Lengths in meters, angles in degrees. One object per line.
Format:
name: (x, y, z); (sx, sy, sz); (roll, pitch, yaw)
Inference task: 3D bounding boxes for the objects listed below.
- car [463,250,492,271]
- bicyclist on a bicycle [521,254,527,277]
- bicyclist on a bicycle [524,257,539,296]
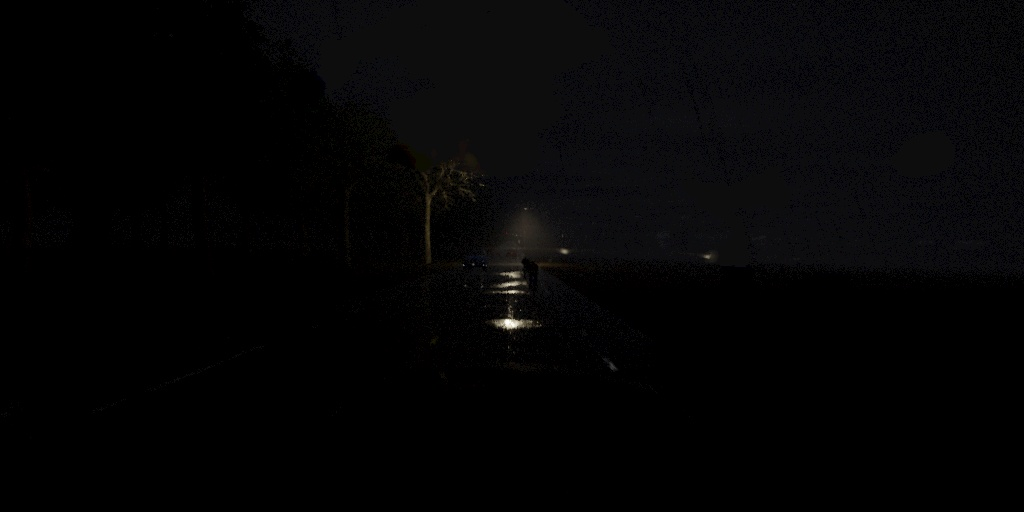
car: (-3.573, 0.399, 36.129); (2.150, 2.045, 5.566); (0, 1, 0)
bicyclist on a bicycle: (0.963, 0.758, 25.481); (0.659, 1.776, 1.843); (0, 1, 0)
bicyclist on a bicycle: (0.962, 0.992, 16.320); (0.582, 1.620, 1.656); (0, 1, 0)
